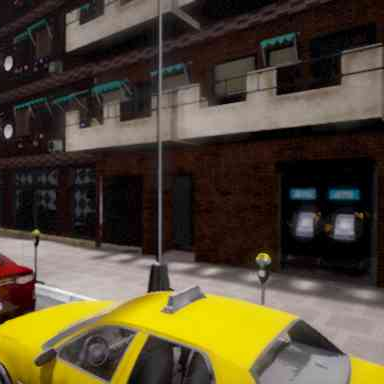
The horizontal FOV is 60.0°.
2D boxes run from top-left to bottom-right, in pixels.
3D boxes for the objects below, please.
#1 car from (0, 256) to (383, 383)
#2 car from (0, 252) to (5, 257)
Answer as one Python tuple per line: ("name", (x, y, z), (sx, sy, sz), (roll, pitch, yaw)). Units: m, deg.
("car", (-0.272, 1.542, 3.054), (4.829, 1.417, 1.752), (-1, 1, 36))
("car", (-4.744, 1.612, 6.245), (4.507, 1.381, 1.887), (-1, 1, 36))
